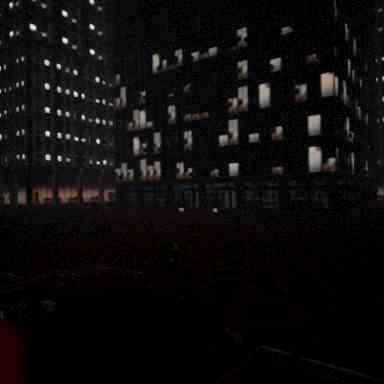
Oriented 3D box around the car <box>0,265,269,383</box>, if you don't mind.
[{"bbox_3d":[-1.385,1.551,3.880,4.507,1.381,1.887,0,-1,36],"label":"car"}]
